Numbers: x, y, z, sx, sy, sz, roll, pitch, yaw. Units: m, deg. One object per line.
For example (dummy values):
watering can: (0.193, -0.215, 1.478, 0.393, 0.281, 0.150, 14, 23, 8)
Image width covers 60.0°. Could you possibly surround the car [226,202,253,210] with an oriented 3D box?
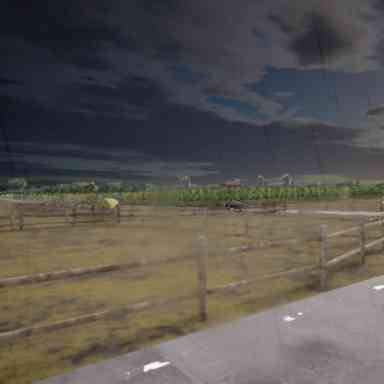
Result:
car: (7.677, 2.211, 53.999, 1.895, 1.301, 4.718, 0, -1, -35)
